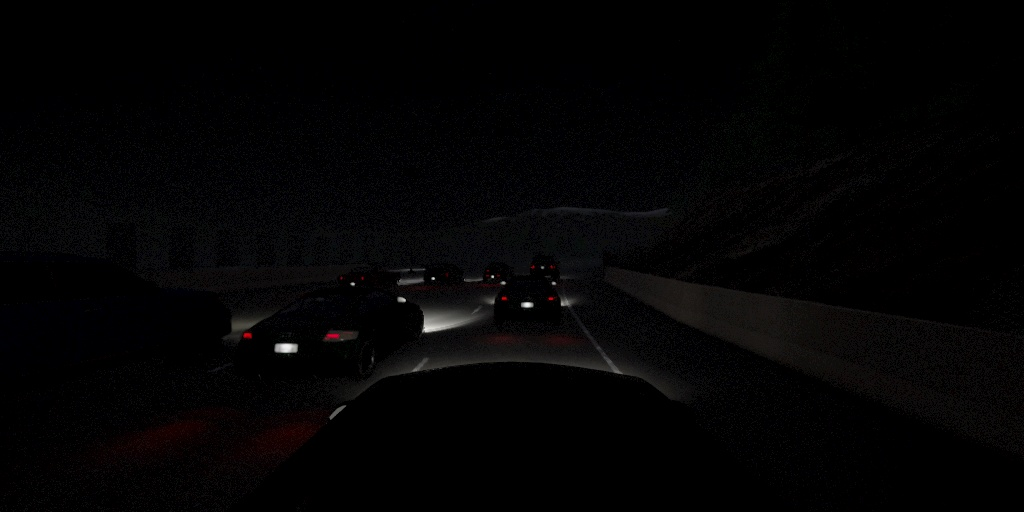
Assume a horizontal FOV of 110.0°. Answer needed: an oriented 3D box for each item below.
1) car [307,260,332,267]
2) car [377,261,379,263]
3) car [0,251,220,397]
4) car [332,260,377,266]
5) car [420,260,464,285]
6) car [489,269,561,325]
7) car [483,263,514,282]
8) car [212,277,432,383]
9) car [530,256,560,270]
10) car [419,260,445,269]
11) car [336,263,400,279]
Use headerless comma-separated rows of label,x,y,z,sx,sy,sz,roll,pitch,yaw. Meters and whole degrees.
car,-25.430,1.248,49.241,2.033,1.411,5.357,0,0,14
car,-20.938,1.314,52.486,1.895,1.301,4.718,0,0,16
car,-6.810,0.955,4.896,2.150,2.045,5.566,0,0,1
car,-19.397,1.192,44.504,1.882,1.535,5.008,0,0,14
car,-4.908,1.251,26.333,1.837,1.490,4.892,0,0,8
car,0.543,1.319,11.874,1.994,1.385,4.181,0,0,4
car,-1.011,1.262,28.541,1.837,1.490,4.892,0,0,9
car,-3.208,1.308,7.205,1.994,1.385,4.181,0,0,2
car,2.834,0.989,30.374,2.150,2.045,5.566,0,0,10
car,-12.470,1.338,56.309,1.895,1.301,4.718,0,0,18
car,-8.941,1.335,22.945,1.895,1.301,4.718,0,0,7
